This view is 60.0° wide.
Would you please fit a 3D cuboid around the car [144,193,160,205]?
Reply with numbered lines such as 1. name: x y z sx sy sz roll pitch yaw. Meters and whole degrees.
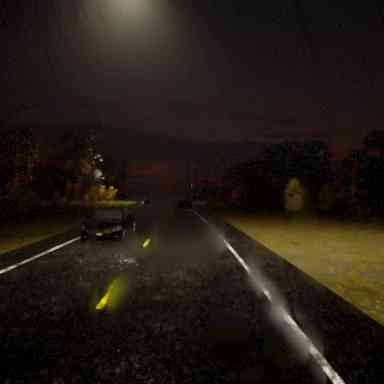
1. car: -7.116 1.210 58.141 2.150 2.045 5.566 0 0 -6

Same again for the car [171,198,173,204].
1. car: -2.139 1.465 55.324 1.882 1.535 5.008 0 0 -6

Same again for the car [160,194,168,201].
1. car: -6.618 1.387 80.185 1.837 1.490 4.892 0 0 -9

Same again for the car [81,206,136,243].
1. car: -3.937 1.482 16.281 1.882 1.535 5.008 0 0 -2

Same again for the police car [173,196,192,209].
1. police car: -1.118 1.419 45.430 1.930 1.638 5.238 0 0 -5
